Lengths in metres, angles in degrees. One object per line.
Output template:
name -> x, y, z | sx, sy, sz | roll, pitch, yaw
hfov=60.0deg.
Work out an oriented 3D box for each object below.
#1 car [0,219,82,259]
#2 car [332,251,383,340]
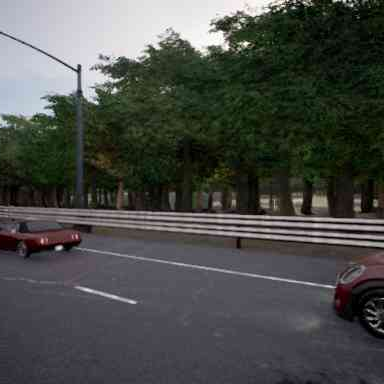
car -> -6.540, 1.740, 13.300 | 4.718, 1.301, 1.895 | -1, 0, 37
car -> 4.627, 1.346, 5.052 | 4.553, 1.767, 2.097 | -1, -1, 35
